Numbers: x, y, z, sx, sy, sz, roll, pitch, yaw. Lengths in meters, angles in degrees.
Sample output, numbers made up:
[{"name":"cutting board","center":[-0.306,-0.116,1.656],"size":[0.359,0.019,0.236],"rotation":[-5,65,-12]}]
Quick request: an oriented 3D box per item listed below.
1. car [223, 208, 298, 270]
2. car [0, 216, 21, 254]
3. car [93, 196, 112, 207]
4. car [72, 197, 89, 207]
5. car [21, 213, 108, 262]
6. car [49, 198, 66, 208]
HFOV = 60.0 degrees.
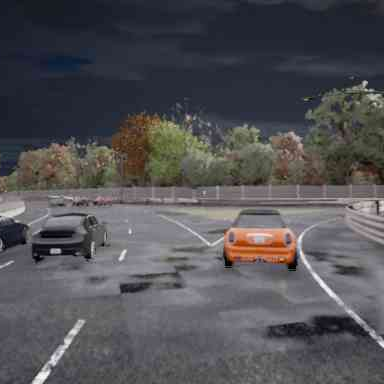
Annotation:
[{"name":"car","center":[2.314,1.353,11.346],"size":[2.097,1.767,4.553],"rotation":[0,0,12]},{"name":"car","center":[-7.988,1.608,13.175],"size":[1.994,1.385,4.181],"rotation":[0,0,-7]},{"name":"car","center":[-14.975,1.460,55.490],"size":[2.097,1.767,4.553],"rotation":[0,0,-32]},{"name":"car","center":[-18.025,1.624,53.771],"size":[1.837,1.490,4.892],"rotation":[0,0,-32]},{"name":"car","center":[-4.367,1.533,12.392],"size":[1.837,1.490,4.892],"rotation":[0,0,-6]},{"name":"car","center":[-21.059,1.677,52.026],"size":[2.033,1.411,5.357],"rotation":[0,0,-32]}]
